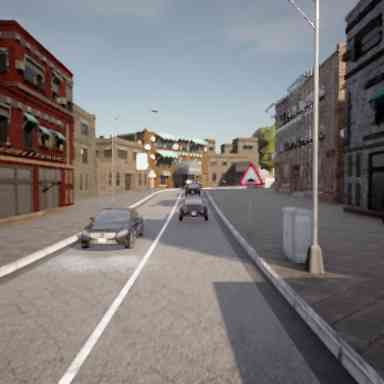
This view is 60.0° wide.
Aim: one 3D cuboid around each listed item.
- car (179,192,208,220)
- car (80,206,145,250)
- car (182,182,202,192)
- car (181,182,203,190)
[{"bbox_3d":[0.105,0.996,22.521,1.812,1.442,4.674,0,3,0],"label":"car"},{"bbox_3d":[-3.096,1.350,13.777,1.812,1.442,4.674,0,2,0],"label":"car"},{"bbox_3d":[0.163,-0.314,42.097,1.882,1.535,5.008,0,4,1],"label":"car"},{"bbox_3d":[-0.004,-1.084,57.014,1.994,1.385,4.181,1,2,30],"label":"car"}]
